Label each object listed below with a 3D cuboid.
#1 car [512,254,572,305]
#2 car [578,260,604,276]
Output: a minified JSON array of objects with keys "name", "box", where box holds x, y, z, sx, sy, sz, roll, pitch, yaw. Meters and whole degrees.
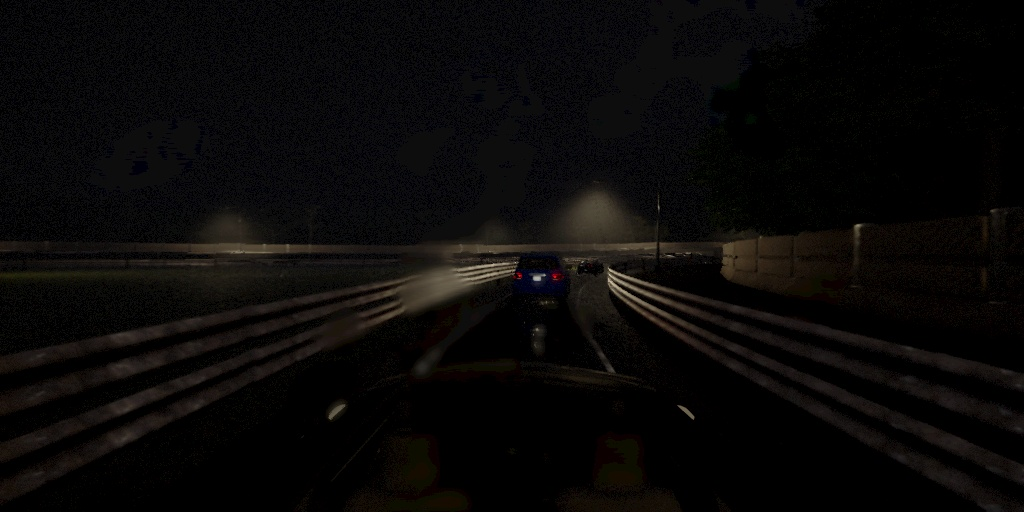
[{"name":"car","box":[1.459,0.938,16.206,2.150,2.045,5.566,1,0,11]},{"name":"car","box":[8.067,1.135,36.400,2.128,1.511,4.902,2,1,25]}]
